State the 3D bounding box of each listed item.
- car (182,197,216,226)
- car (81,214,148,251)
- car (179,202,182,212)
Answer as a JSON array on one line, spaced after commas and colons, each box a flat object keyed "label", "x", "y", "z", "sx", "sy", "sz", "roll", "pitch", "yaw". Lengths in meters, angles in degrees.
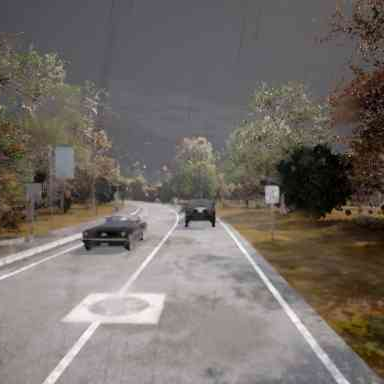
[{"label": "car", "x": 0.572, "y": 1.375, "z": 24.668, "sx": 2.150, "sy": 2.045, "sz": 5.566, "roll": 0, "pitch": -1, "yaw": 0}, {"label": "car", "x": -3.246, "y": 1.686, "z": 14.726, "sx": 1.895, "sy": 1.301, "sz": 4.718, "roll": 0, "pitch": 0, "yaw": 2}, {"label": "car", "x": -0.554, "y": 1.768, "z": 42.682, "sx": 2.128, "sy": 1.511, "sz": 4.902, "roll": 1, "pitch": 0, "yaw": -7}]
